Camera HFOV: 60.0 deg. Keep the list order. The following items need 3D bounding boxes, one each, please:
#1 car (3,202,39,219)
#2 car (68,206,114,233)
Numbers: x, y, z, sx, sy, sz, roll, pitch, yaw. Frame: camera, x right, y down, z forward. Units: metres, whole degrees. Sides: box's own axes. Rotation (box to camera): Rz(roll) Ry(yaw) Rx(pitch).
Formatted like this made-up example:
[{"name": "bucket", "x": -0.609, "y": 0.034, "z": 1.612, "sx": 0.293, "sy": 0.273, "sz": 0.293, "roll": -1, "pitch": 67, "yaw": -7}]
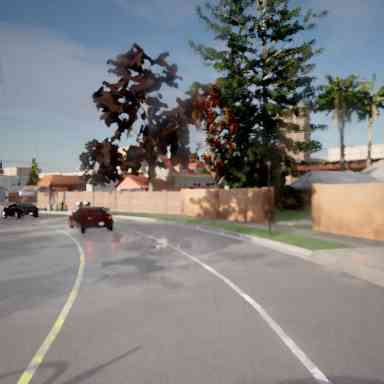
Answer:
[{"name": "car", "x": -16.299, "y": 1.712, "z": 31.586, "sx": 4.892, "sy": 1.490, "sz": 1.837, "roll": -1, "pitch": 0, "yaw": 42}, {"name": "car", "x": -6.214, "y": 1.600, "z": 20.315, "sx": 1.812, "sy": 1.442, "sz": 4.674, "roll": -1, "pitch": 0, "yaw": -32}]
